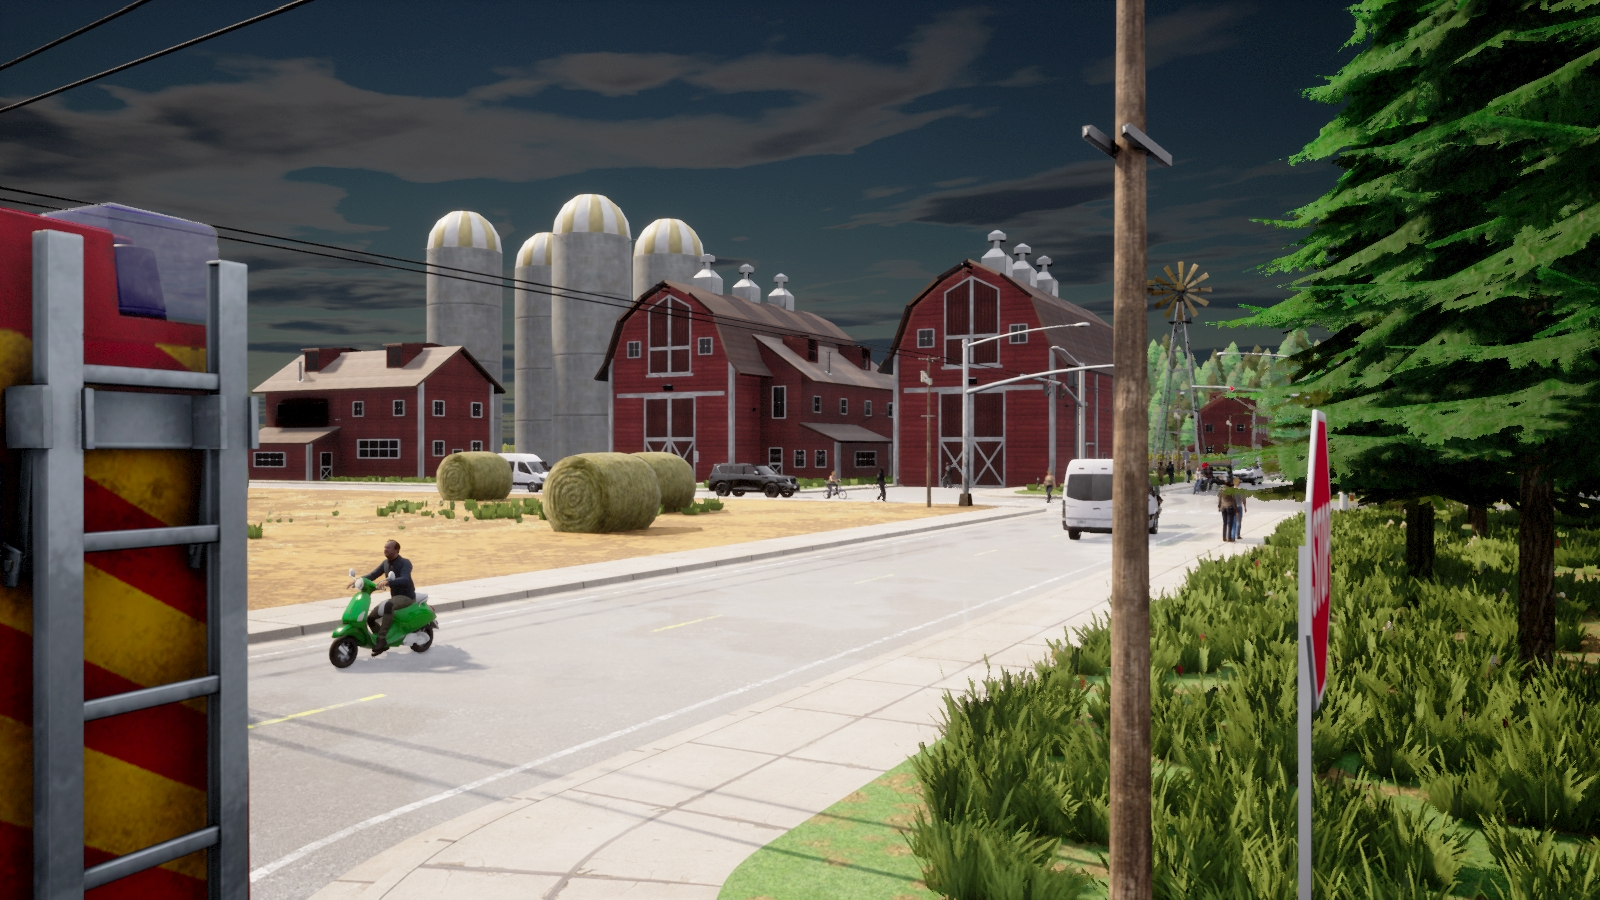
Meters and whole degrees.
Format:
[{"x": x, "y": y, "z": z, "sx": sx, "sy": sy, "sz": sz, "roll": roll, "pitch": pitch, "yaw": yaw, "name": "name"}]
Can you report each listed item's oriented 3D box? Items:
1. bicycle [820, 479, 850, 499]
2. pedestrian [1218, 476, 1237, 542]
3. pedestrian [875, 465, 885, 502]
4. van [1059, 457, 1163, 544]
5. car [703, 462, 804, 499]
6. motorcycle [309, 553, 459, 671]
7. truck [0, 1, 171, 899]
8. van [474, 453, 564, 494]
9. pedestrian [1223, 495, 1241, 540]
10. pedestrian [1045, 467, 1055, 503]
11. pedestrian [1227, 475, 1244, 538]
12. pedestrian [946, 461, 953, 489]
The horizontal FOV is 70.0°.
[{"x": 1.978, "y": 2.221, "z": 64.718, "sx": 1.487, "sy": 1.080, "sz": 0.859, "roll": 0, "pitch": 0, "yaw": 27, "name": "bicycle"}, {"x": 12.353, "y": 1.695, "z": 33.008, "sx": 0.375, "sy": 1.860, "sz": 0.375, "roll": 0, "pitch": 0, "yaw": -45, "name": "pedestrian"}, {"x": 4.055, "y": 1.672, "z": 57.919, "sx": 0.375, "sy": 1.860, "sz": 0.375, "roll": 0, "pitch": 0, "yaw": 32, "name": "pedestrian"}, {"x": 10.243, "y": 1.535, "z": 37.289, "sx": 1.988, "sy": 2.561, "sz": 5.915, "roll": 0, "pitch": 0, "yaw": 28, "name": "van"}, {"x": -2.745, "y": 1.754, "z": 67.166, "sx": 5.566, "sy": 2.045, "sz": 2.150, "roll": 0, "pitch": 0, "yaw": 27, "name": "car"}, {"x": -5.590, "y": 2.142, "z": 15.459, "sx": 0.856, "sy": 1.316, "sz": 1.805, "roll": 0, "pitch": 0, "yaw": 28, "name": "motorcycle"}, {"x": -6.171, "y": 0.864, "z": 3.518, "sx": 8.468, "sy": 3.827, "sz": 2.891, "roll": 0, "pitch": 0, "yaw": 24, "name": "truck"}, {"x": -18.530, "y": 1.496, "z": 75.345, "sx": 5.915, "sy": 2.561, "sz": 1.988, "roll": 0, "pitch": 1, "yaw": 27, "name": "van"}, {"x": 12.715, "y": 1.976, "z": 33.638, "sx": 0.375, "sy": 1.300, "sz": 0.375, "roll": 0, "pitch": 0, "yaw": 43, "name": "pedestrian"}, {"x": 12.954, "y": 1.822, "z": 59.166, "sx": 0.375, "sy": 1.860, "sz": 0.375, "roll": 0, "pitch": 0, "yaw": 30, "name": "pedestrian"}, {"x": 13.036, "y": 1.694, "z": 34.194, "sx": 0.375, "sy": 1.860, "sz": 0.375, "roll": 0, "pitch": 0, "yaw": 40, "name": "pedestrian"}, {"x": 10.175, "y": 1.703, "z": 77.724, "sx": 0.375, "sy": 1.860, "sz": 0.375, "roll": 0, "pitch": 0, "yaw": 28, "name": "pedestrian"}]
